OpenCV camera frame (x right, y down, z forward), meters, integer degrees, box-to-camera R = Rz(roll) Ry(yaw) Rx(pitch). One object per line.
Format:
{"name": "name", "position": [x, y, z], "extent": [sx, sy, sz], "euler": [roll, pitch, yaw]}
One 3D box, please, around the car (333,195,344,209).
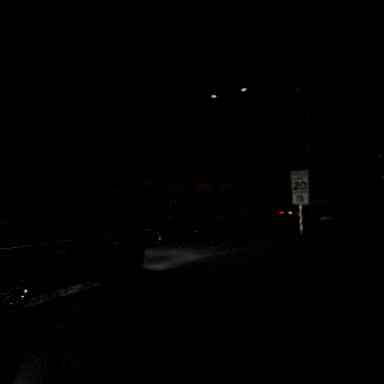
{"name": "car", "position": [17.898, 1.444, 43.236], "extent": [2.008, 1.369, 4.403], "euler": [-2, -1, 35]}

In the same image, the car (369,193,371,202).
{"name": "car", "position": [33.842, 1.355, 66.129], "extent": [1.752, 1.417, 4.829], "euler": [-2, -1, 35]}

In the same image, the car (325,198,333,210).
{"name": "car", "position": [14.690, 1.494, 38.629], "extent": [1.802, 1.307, 4.206], "euler": [-1, -1, 35]}

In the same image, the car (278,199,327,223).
{"name": "car", "position": [8.060, 1.449, 24.504], "extent": [2.033, 1.411, 5.357], "euler": [-2, -1, 35]}

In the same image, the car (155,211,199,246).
{"name": "car", "position": [-1.351, 1.601, 15.597], "extent": [1.947, 1.339, 4.313], "euler": [-1, 0, 35]}

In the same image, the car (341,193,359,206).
{"name": "car", "position": [24.310, 1.176, 52.451], "extent": [2.192, 1.841, 5.009], "euler": [-2, -1, 35]}

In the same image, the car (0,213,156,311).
{"name": "car", "position": [-3.298, 1.368, 8.203], "extent": [2.097, 1.767, 4.553], "euler": [-2, 0, 35]}

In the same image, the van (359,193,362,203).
{"name": "van", "position": [27.519, 1.189, 57.057], "extent": [1.690, 1.788, 3.998], "euler": [-2, -1, 35]}

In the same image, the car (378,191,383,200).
{"name": "car", "position": [43.385, 0.782, 75.243], "extent": [2.150, 2.045, 5.566], "euler": [-2, -1, 35]}

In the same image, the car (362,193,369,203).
{"name": "car", "position": [30.727, 1.153, 61.665], "extent": [2.192, 1.841, 5.009], "euler": [-2, -1, 35]}

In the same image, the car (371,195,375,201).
{"name": "car", "position": [37.144, 1.137, 70.877], "extent": [2.192, 1.841, 5.009], "euler": [-2, -1, 35]}

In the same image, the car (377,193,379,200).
{"name": "car", "position": [40.358, 1.366, 75.481], "extent": [2.008, 1.369, 4.403], "euler": [-2, -1, 35]}
